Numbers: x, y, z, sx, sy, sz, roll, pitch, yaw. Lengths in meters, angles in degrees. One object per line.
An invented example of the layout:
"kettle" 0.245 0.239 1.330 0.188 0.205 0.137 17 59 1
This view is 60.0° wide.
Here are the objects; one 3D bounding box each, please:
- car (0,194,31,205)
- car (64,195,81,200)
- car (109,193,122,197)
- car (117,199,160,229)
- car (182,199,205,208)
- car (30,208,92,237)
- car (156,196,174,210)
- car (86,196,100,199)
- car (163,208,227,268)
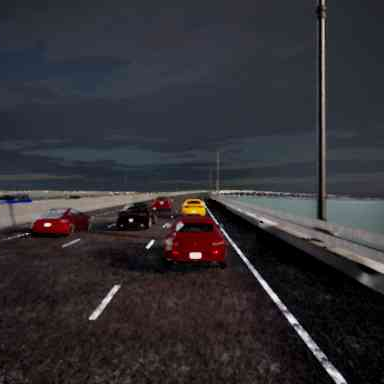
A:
"car" -17.527 1.173 31.881 2.150 2.045 5.566 0 0 0
"car" -23.947 1.322 66.775 1.882 1.535 5.008 0 0 1
"car" -16.809 1.025 73.179 2.097 1.767 4.553 0 0 1
"car" -3.385 1.423 21.048 1.882 1.535 5.008 0 0 0
"car" 0.153 1.387 29.125 1.882 1.535 5.008 0 0 0
"car" -6.899 1.529 17.907 1.994 1.385 4.181 0 0 0
"car" -3.270 1.241 38.259 2.097 1.767 4.553 0 0 1
"car" -20.402 1.423 68.892 1.895 1.301 4.718 0 0 1
"car" 0.091 1.493 11.011 1.812 1.442 4.674 0 0 0
